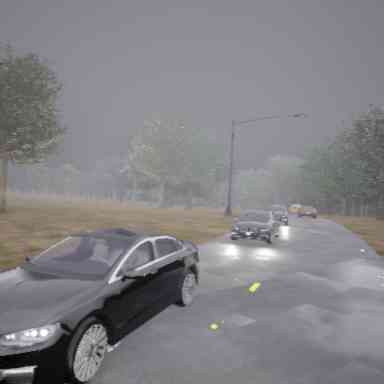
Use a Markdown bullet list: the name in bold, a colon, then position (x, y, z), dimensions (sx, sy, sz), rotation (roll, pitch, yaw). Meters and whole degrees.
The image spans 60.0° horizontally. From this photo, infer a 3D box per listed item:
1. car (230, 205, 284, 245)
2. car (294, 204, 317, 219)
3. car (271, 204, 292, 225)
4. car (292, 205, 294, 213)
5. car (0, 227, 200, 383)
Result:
- **car**: position (3.288, 1.608, 16.707), dimensions (1.837, 1.490, 4.892), rotation (3, 0, 20)
- **car**: position (13.405, 2.326, 38.936), dimensions (1.994, 1.385, 4.181), rotation (3, -1, 14)
- **car**: position (6.968, 1.787, 27.278), dimensions (1.837, 1.490, 4.892), rotation (3, 0, 17)
- **car**: position (15.538, 2.611, 49.649), dimensions (1.882, 1.535, 5.008), rotation (3, -1, 10)
- **car**: position (-1.390, 1.402, 5.495), dimensions (2.128, 1.511, 4.902), rotation (3, 0, 22)
